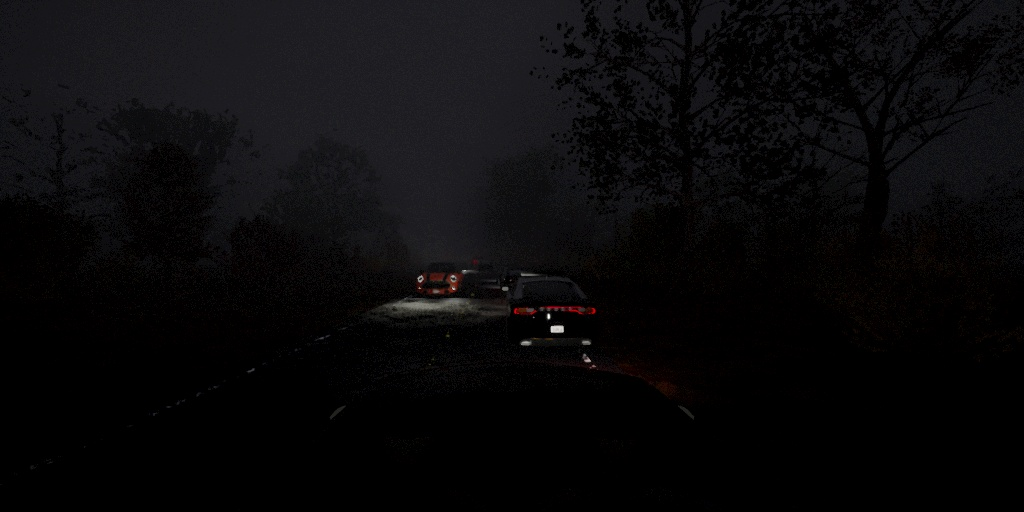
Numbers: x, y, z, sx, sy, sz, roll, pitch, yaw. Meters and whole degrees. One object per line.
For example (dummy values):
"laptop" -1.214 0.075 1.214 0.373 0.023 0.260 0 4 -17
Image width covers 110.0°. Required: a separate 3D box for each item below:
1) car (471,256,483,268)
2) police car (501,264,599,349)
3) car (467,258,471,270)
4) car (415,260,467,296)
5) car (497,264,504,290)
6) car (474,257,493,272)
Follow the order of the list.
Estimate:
"car" -5.986 0.965 60.660 2.150 2.045 5.566 0 0 -12
"police car" 0.775 1.175 9.337 1.930 1.638 5.238 0 0 -2
"car" -7.257 1.310 50.183 1.994 1.385 4.181 0 0 -10
"car" -3.748 1.101 19.194 2.097 1.767 4.553 0 0 -4
"car" 0.315 1.275 19.295 1.812 1.442 4.674 0 0 -4
"car" -3.575 1.223 47.102 1.882 1.535 5.008 0 0 -9
